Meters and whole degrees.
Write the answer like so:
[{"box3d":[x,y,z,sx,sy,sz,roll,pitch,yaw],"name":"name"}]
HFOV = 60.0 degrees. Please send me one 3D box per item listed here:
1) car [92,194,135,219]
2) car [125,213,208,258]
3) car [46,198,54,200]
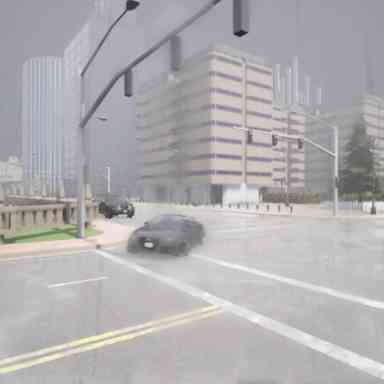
[{"box3d":[-7.024,1.220,29.245,2.150,2.045,5.566,0,0,-35],"name":"car"},{"box3d":[-0.783,1.563,12.900,1.994,1.385,4.181,1,0,19],"name":"car"},{"box3d":[-21.304,1.599,49.365,1.895,1.301,4.718,0,0,-35],"name":"car"}]
